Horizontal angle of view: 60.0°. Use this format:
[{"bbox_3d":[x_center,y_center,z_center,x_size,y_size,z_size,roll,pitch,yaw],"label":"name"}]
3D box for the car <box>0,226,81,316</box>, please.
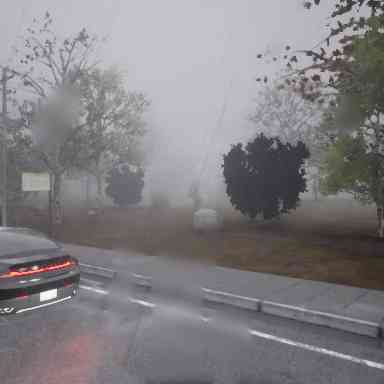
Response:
[{"bbox_3d":[-4.375,1.505,7.111,4.892,1.490,1.837,0,0,37],"label":"car"}]
